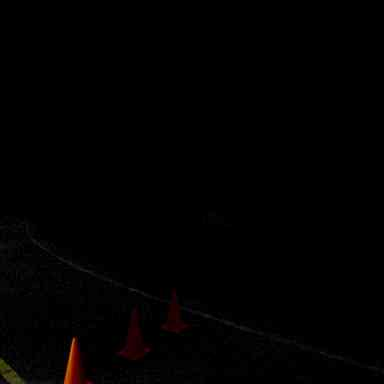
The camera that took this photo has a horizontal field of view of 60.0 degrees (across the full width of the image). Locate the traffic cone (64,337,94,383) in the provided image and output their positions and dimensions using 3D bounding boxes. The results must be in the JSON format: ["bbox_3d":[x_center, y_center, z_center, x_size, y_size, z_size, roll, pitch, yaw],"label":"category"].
[{"bbox_3d":[-1.321,1.945,3.766,0.340,0.580,0.340,1,1,31],"label":"traffic cone"}]

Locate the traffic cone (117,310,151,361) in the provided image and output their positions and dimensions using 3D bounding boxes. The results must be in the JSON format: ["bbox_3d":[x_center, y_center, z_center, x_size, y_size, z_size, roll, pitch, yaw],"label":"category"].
[{"bbox_3d":[-0.802,1.938,4.617,0.340,0.580,0.340,1,1,31],"label":"traffic cone"}]

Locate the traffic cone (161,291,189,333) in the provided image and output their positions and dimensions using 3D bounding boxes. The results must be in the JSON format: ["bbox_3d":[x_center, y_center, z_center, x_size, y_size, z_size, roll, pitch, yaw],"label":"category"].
[{"bbox_3d":[-0.284,1.931,5.468,0.340,0.580,0.340,1,1,31],"label":"traffic cone"}]
